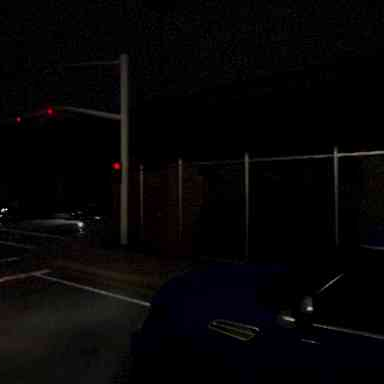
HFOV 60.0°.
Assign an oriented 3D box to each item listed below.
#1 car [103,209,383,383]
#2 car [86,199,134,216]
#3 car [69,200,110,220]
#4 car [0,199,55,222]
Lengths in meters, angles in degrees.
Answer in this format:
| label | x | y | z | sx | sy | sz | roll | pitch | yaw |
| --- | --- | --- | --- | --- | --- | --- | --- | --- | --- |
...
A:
| label | x | y | z | sx | sy | sz | roll | pitch | yaw |
| --- | --- | --- | --- | --- | --- | --- | --- | --- | --- |
| car | 2.035 | 1.221 | 2.539 | 5.566 | 2.045 | 2.150 | 0 | 0 | 36 |
| car | -8.462 | 1.555 | 34.849 | 1.837 | 1.490 | 4.892 | 0 | 0 | 36 |
| car | -8.294 | 1.556 | 29.041 | 1.837 | 1.490 | 4.892 | 0 | 0 | 35 |
| car | -13.809 | 1.402 | 27.442 | 2.097 | 1.767 | 4.553 | 0 | 0 | 37 |
